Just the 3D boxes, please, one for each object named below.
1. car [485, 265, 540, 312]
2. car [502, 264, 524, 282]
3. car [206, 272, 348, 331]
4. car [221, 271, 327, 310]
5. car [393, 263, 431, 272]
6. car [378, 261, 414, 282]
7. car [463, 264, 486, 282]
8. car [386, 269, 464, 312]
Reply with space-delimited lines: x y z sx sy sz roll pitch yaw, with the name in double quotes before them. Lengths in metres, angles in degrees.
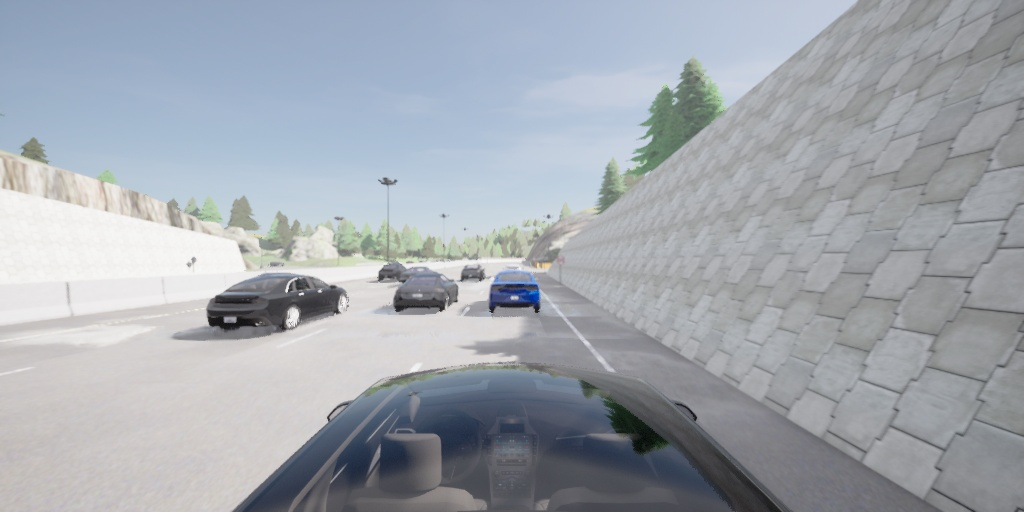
"car" 0.096 1.324 14.850 1.882 1.535 5.008 0 0 0
"car" 0.088 1.505 32.957 1.812 1.442 4.674 0 0 0
"car" -6.910 1.326 11.222 1.837 1.490 4.892 0 0 0
"car" -10.402 1.420 16.133 1.994 1.385 4.181 0 0 0
"car" -6.902 1.483 27.002 2.033 1.411 5.357 0 0 0
"car" -10.400 1.478 32.044 1.837 1.490 4.892 0 0 0
"car" -3.400 1.464 31.939 2.128 1.511 4.902 0 0 0
"car" -3.405 1.411 14.915 1.994 1.385 4.181 0 0 0
